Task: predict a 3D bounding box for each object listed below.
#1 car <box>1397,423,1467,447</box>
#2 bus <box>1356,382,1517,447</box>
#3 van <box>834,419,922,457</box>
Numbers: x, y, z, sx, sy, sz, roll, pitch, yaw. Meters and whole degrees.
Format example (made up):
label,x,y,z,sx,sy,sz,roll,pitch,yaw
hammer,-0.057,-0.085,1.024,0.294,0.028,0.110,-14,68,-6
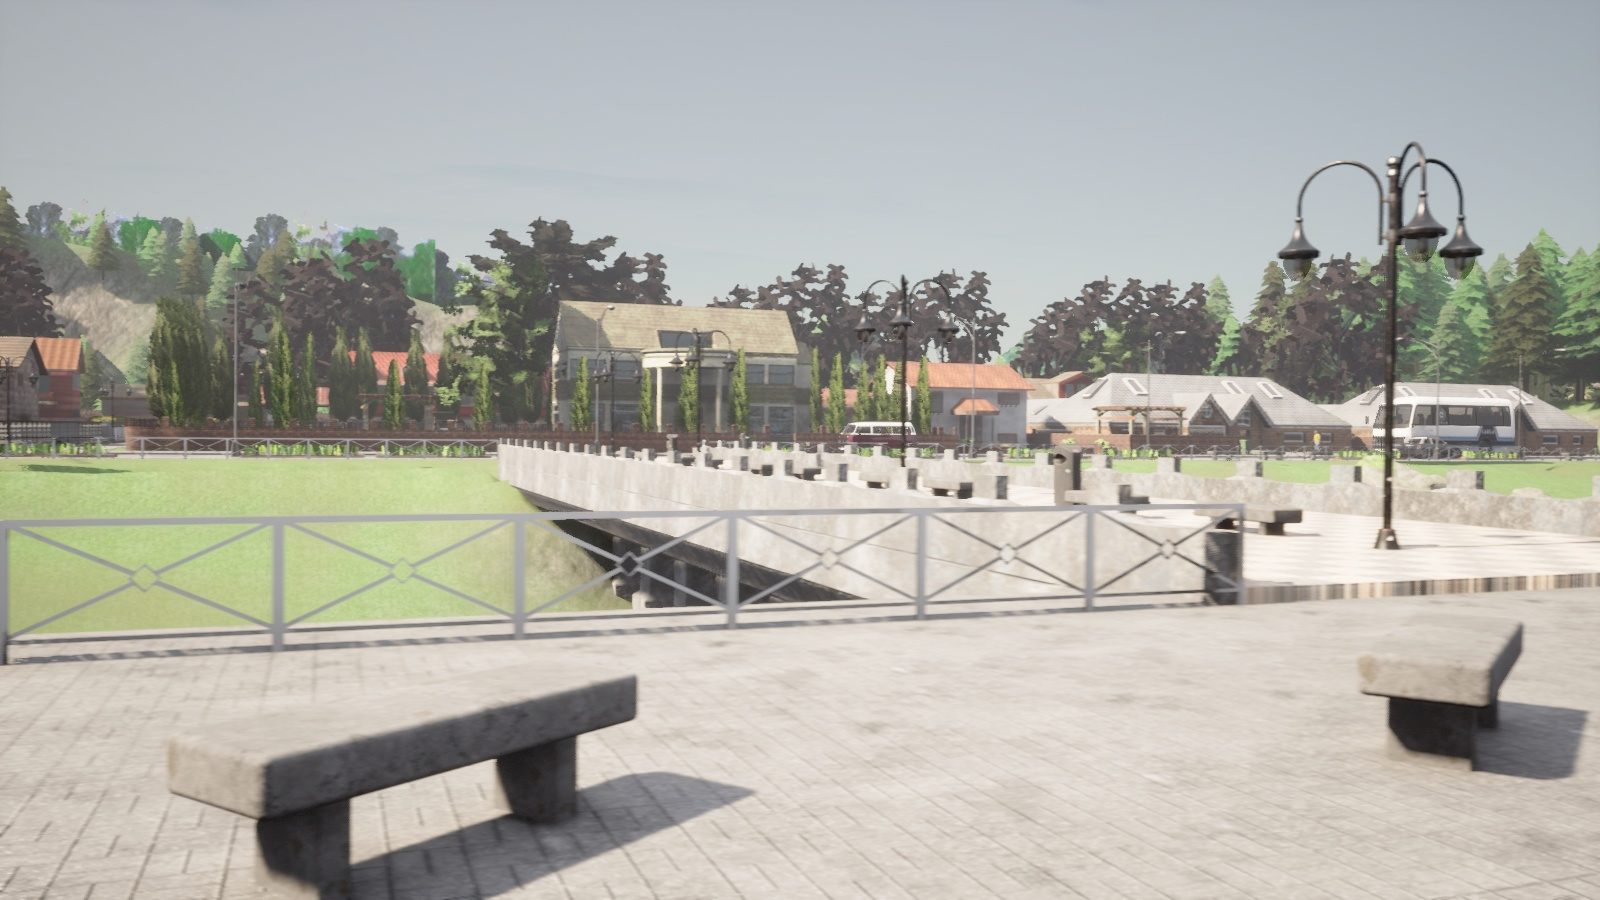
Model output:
label,x,y,z,sx,sy,sz,roll,pitch,yaw
car,40.701,-0.993,80.909,3.806,1.475,1.970,-1,1,-21
bus,43.774,-2.457,86.337,10.273,4.253,3.944,-1,1,-21
van,4.431,-0.689,71.423,4.480,2.038,2.069,-1,1,-21
